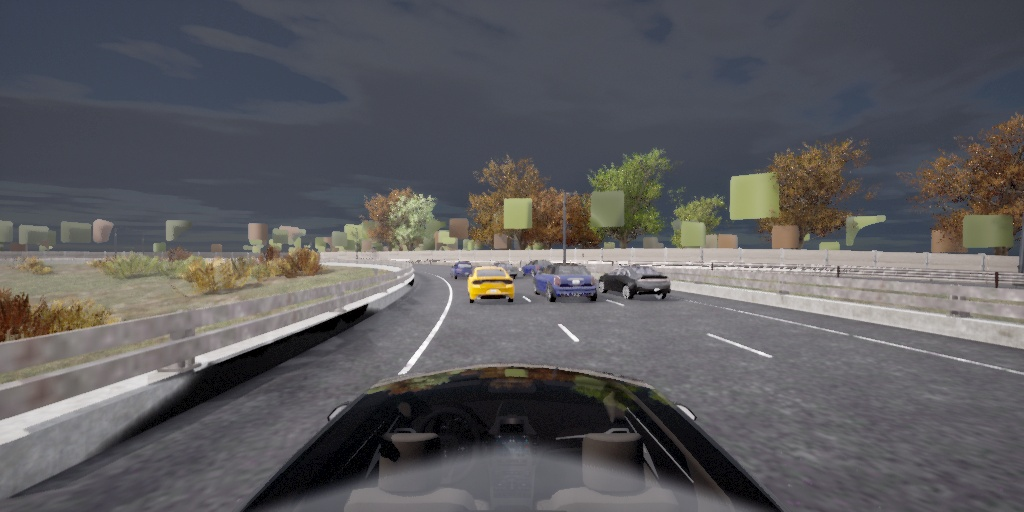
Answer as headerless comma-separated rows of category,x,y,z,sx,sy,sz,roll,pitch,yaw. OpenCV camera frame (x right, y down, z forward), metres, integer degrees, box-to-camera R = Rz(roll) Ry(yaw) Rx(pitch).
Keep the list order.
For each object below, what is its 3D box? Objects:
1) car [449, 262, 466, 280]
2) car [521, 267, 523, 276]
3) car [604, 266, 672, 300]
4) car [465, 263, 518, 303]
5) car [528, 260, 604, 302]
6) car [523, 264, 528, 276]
car,-4.332,1.281,31.586,1.812,1.442,4.674,0,0,-16
car,-0.974,1.311,32.574,2.033,1.411,5.357,0,0,-16
car,5.840,1.243,17.696,2.128,1.511,4.902,0,0,-8
car,-1.088,1.233,16.698,1.882,1.535,5.008,0,0,-8
car,2.380,1.114,17.167,2.097,1.767,4.553,0,0,-8
car,2.392,1.115,33.533,2.097,1.767,4.553,0,0,-16
